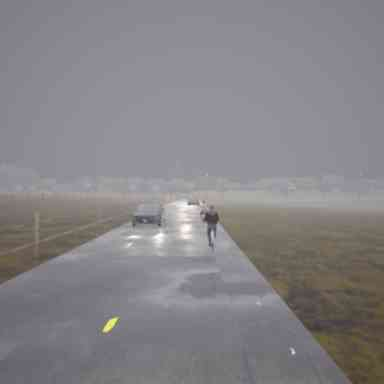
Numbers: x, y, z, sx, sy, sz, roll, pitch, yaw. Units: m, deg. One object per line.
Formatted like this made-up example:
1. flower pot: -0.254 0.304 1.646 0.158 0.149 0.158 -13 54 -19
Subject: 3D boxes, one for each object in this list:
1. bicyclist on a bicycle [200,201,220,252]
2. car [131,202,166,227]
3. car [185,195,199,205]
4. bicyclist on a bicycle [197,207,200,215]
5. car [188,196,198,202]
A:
1. bicyclist on a bicycle: 0.762 1.352 12.866 0.659 1.776 1.843 0 0 0
2. car: -2.830 1.450 22.538 1.882 1.535 5.008 0 0 0
3. car: 0.234 1.529 56.211 1.994 1.385 4.181 0 0 0
4. bicyclist on a bicycle: 0.809 1.408 23.154 0.866 1.612 1.509 0 0 0
5. car: 0.210 1.543 73.775 2.033 1.411 5.357 0 0 0
